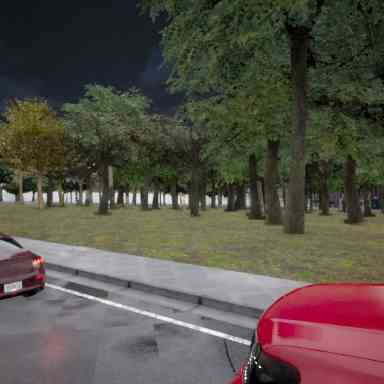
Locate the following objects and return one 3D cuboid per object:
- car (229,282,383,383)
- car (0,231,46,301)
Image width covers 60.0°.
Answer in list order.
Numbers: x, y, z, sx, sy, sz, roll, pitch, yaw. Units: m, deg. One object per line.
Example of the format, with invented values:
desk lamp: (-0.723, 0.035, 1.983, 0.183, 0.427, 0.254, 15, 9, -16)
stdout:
car: (2.906, 1.222, 1.613, 5.566, 2.045, 2.150, 0, 0, 35)
car: (-5.051, 1.524, 7.273, 4.674, 1.442, 1.812, 0, 0, 36)
